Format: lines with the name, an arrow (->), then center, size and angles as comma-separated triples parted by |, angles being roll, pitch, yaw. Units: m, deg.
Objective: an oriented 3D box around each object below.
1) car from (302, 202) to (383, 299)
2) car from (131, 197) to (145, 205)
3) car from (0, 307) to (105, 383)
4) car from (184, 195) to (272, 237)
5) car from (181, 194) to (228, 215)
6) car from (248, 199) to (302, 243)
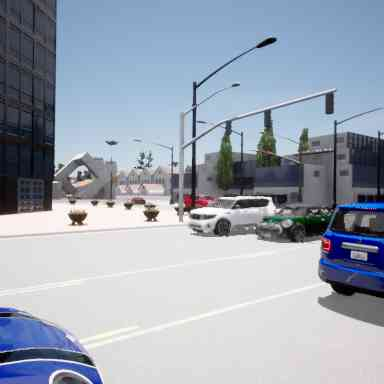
car -> 5.179, 1.239, 7.497 | 5.566, 2.045, 2.150 | 0, 0, -35
car -> -10.149, 1.645, 61.979 | 1.882, 1.535, 5.008 | 1, -1, -21
car -> -2.747, 1.352, 1.783 | 4.553, 1.767, 2.097 | 0, 0, -35
car -> 2.371, 1.254, 18.601 | 5.566, 2.045, 2.150 | 0, 0, -36
car -> 1.267, 1.314, 36.702 | 2.150, 2.045, 5.566 | 1, -1, -35
car -> 5.253, 1.391, 16.362 | 4.553, 1.767, 2.097 | 0, 0, -36
